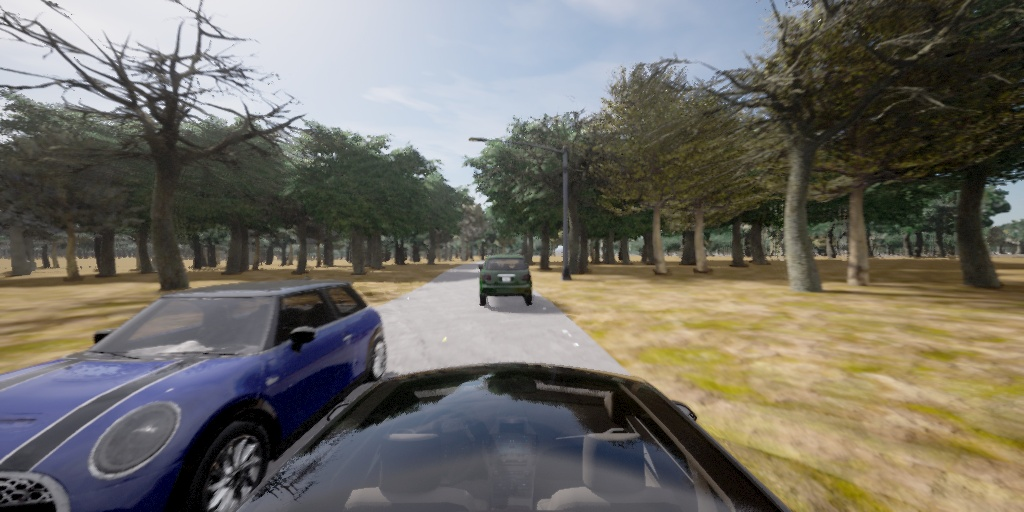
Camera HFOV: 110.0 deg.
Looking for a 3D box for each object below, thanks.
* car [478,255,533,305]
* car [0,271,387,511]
[{"bbox_3d":[-0.353,0.964,16.200,2.150,2.045,5.566,0,0,-3],"label":"car"},{"bbox_3d":[-3.103,1.116,4.059,2.097,1.767,4.553,0,0,-1],"label":"car"}]
